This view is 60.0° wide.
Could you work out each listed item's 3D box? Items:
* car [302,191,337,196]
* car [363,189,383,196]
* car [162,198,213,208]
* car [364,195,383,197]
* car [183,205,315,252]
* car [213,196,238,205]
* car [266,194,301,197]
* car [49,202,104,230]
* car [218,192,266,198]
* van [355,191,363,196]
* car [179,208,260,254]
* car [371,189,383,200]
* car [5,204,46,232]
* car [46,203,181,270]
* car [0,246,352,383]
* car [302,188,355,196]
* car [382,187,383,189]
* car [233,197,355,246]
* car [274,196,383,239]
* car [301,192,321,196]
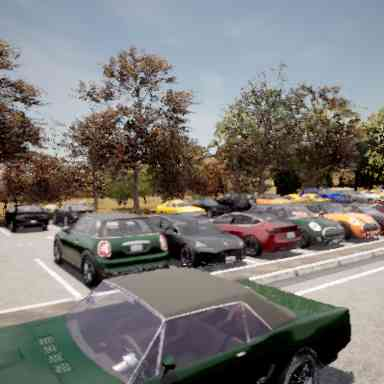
[{"bbox_3d":[12.644,0.949,36.640,1.946,1.575,5.366,-2,1,-35],"label":"car"},{"bbox_3d":[21.879,0.639,42.864,2.002,1.452,4.674,-2,1,-35],"label":"car"},{"bbox_3d":[-0.959,1.376,26.692,1.946,1.575,5.366,-1,1,-35],"label":"car"},{"bbox_3d":[13.425,1.205,21.001,2.097,1.535,5.008,-2,1,-35],"label":"car"},{"bbox_3d":[1.982,1.489,13.054,2.163,1.488,4.792,-1,1,-35],"label":"car"},{"bbox_3d":[1.219,1.328,28.445,2.097,1.535,5.008,-1,1,-35],"label":"car"},{"bbox_3d":[8.063,1.002,33.254,2.185,1.767,4.553,-2,1,-35],"label":"car"},{"bbox_3d":[-7.813,1.479,22.125,2.231,1.521,4.892,0,0,-35],"label":"car"},{"bbox_3d":[3.488,1.018,30.056,2.435,2.045,5.566,-2,1,-35],"label":"car"},{"bbox_3d":[17.376,0.550,39.575,1.878,1.987,4.442,-2,1,-35],"label":"van"},{"bbox_3d":[-0.270,1.514,11.411,2.163,1.488,4.792,-1,0,-35],"label":"car"},{"bbox_3d":[28.710,0.361,47.665,2.163,1.488,4.792,-2,1,-35],"label":"car"},{"bbox_3d":[-10.206,1.495,20.455,2.097,1.535,5.008,0,0,-35],"label":"car"},{"bbox_3d":[-2.555,1.376,9.813,2.185,1.767,4.553,0,0,-35],"label":"car"},{"bbox_3d":[-0.505,1.590,3.331,4.718,1.301,1.895,-1,0,-35],"label":"car"},{"bbox_3d":[15.042,0.613,38.054,2.435,2.045,5.566,-2,1,-35],"label":"car"},{"bbox_3d":[24.159,0.510,44.460,2.097,1.535,5.008,-2,1,-35],"label":"car"},{"bbox_3d":[4.265,1.301,14.650,2.185,1.767,4.553,-1,1,-35],"label":"car"},{"bbox_3d":[6.544,1.258,16.242,2.185,1.767,4.553,-1,1,-35],"label":"car"},{"bbox_3d":[10.370,1.044,34.820,2.097,1.535,5.008,-2,1,-35],"label":"car"}]
